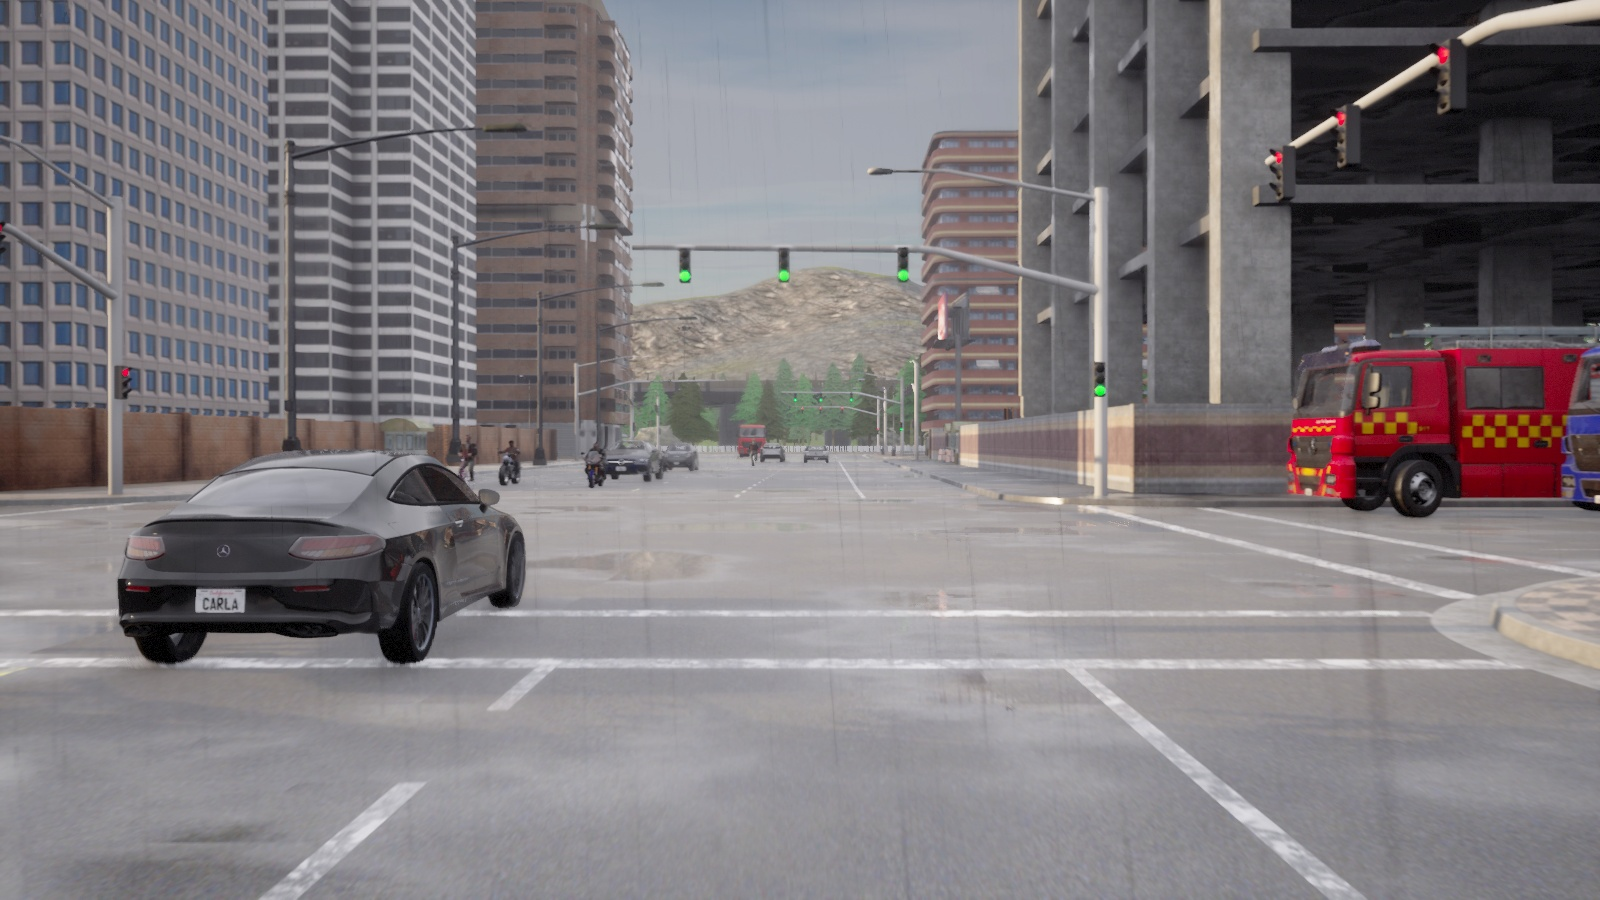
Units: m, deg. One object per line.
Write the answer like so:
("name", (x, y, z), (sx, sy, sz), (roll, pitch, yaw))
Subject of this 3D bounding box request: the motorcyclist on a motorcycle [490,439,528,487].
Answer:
("motorcyclist on a motorcycle", (-10.338, 0.437, 44.634), (0.766, 1.649, 2.350), (0, 0, 1))

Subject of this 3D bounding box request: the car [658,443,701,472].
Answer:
("car", (-6.366, 0.380, 66.553), (1.845, 1.501, 3.633), (0, 0, 1))

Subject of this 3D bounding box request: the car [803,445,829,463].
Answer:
("car", (1.246, 0.314, 94.821), (1.895, 1.301, 4.718), (0, 0, 1))

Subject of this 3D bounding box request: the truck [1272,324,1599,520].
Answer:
("truck", (14.579, -0.553, 26.050), (8.468, 3.827, 2.891), (0, 0, 1))

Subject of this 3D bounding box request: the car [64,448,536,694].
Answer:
("car", (-3.450, 0.714, 9.777), (1.812, 1.442, 4.674), (0, 0, 0))

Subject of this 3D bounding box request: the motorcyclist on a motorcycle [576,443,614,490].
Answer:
("motorcyclist on a motorcycle", (-6.885, 0.537, 42.314), (0.866, 1.530, 2.191), (0, 0, 1))

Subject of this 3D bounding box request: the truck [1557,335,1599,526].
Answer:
("truck", (18.418, -0.347, 22.508), (7.936, 3.462, 2.891), (0, 0, 1))

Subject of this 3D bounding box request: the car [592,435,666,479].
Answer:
("car", (-6.724, 0.238, 49.911), (2.152, 1.651, 5.027), (0, 0, 1))
